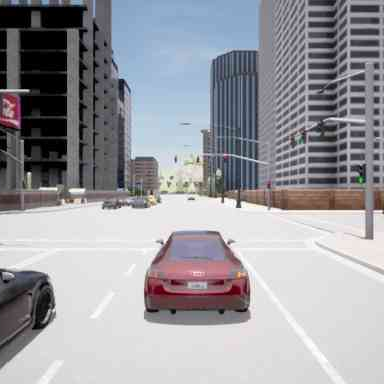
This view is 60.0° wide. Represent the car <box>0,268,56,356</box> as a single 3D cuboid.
[{"bbox_3d":[-3.414,1.564,4.263,1.994,1.385,4.181,0,0,0],"label":"car"}]

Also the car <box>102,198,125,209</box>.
[{"bbox_3d":[-10.669,1.525,44.493,1.812,1.442,4.674,0,0,0],"label":"car"}]

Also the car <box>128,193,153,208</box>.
[{"bbox_3d":[-7.166,1.351,47.037,2.097,1.767,4.553,0,0,0],"label":"car"}]

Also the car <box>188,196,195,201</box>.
[{"bbox_3d":[-0.148,1.594,84.260,1.895,1.301,4.718,0,0,0],"label":"car"}]

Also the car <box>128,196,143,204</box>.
[{"bbox_3d":[-10.622,1.563,62.749,1.994,1.385,4.181,0,0,0],"label":"car"}]

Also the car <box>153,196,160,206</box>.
[{"bbox_3d":[-7.129,1.477,56.373,1.882,1.535,5.008,0,0,0],"label":"car"}]

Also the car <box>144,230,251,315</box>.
[{"bbox_3d":[0.088,1.564,7.680,1.994,1.385,4.181,0,0,0],"label":"car"}]

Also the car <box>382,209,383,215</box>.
[{"bbox_3d":[18.502,1.600,27.603,4.718,1.301,1.895,0,0,0],"label":"car"}]

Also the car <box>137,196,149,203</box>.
[{"bbox_3d":[-10.627,1.551,72.743,1.994,1.385,4.181,0,0,0],"label":"car"}]

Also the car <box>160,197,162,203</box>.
[{"bbox_3d":[-7.117,1.504,66.571,1.837,1.490,4.892,0,0,0],"label":"car"}]

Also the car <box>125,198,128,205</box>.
[{"bbox_3d":[-10.645,1.600,53.601,1.895,1.301,4.718,0,0,0],"label":"car"}]
